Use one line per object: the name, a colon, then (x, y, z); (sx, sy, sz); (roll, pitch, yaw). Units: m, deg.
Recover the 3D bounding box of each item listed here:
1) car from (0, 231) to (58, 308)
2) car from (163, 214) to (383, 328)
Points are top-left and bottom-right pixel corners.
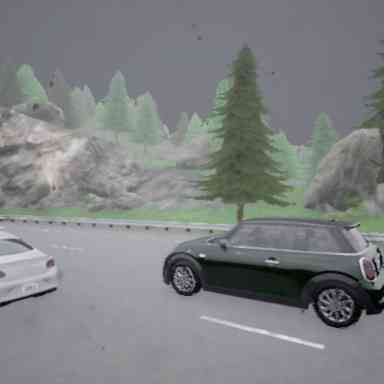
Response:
car: (-4.832, 1.546, 7.165); (4.674, 1.442, 1.812); (0, 0, 32)
car: (1.548, 1.310, 7.098); (4.553, 1.767, 2.097); (0, 0, 34)
